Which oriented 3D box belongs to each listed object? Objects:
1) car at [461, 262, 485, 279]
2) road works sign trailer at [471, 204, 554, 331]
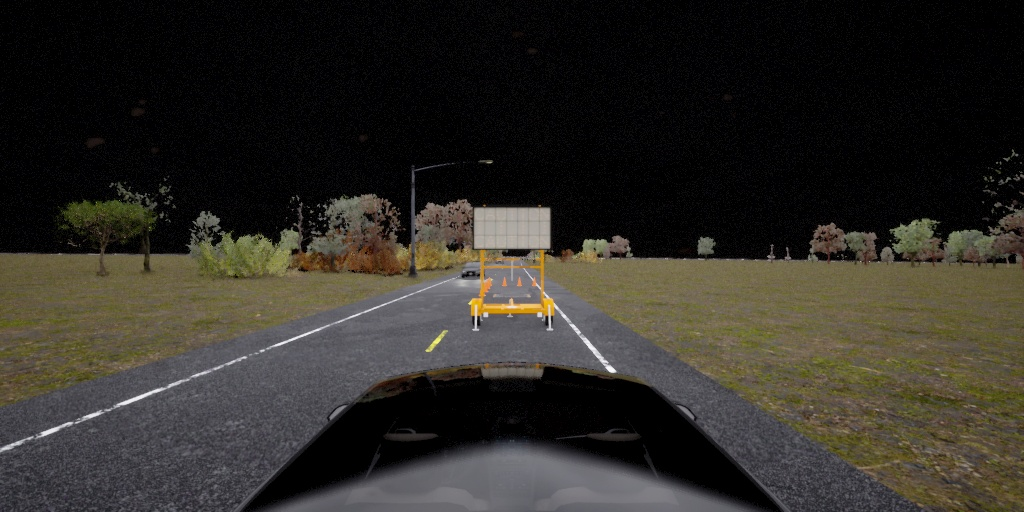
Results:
[{"bbox_3d":[-3.472,1.272,32.616,1.837,1.490,4.892,0,0,0],"label":"car"},{"bbox_3d":[0.004,0.218,11.040,2.380,3.560,2.880,0,0,-1],"label":"road works sign trailer"}]
